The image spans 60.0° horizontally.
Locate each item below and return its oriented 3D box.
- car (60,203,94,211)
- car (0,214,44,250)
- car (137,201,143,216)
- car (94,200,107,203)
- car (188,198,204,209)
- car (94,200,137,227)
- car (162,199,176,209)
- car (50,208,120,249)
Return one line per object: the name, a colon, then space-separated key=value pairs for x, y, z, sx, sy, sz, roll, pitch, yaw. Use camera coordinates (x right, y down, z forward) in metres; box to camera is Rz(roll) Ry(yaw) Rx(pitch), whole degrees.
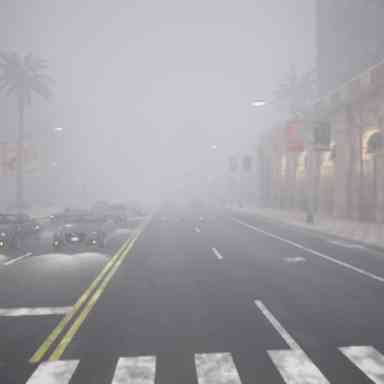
car: x=-8.893 y=1.728 z=24.752 sx=1.895 sy=1.301 sz=4.718 roll=-1 pitch=0 yaw=-4
car: x=-8.160 y=1.681 z=14.710 sx=1.994 sy=1.385 sz=4.181 roll=-1 pitch=0 yaw=-4
car: x=-5.961 y=1.610 z=33.616 sx=1.812 sy=1.442 sz=4.674 roll=-1 pitch=0 yaw=-3
car: x=-9.562 y=1.641 z=35.174 sx=1.837 sy=1.490 sz=4.892 roll=-1 pitch=0 yaw=-4
car: x=0.477 y=1.538 z=44.293 sx=2.033 sy=1.411 sz=5.357 roll=-1 pitch=0 yaw=-3
car: x=-5.304 y=1.580 z=23.577 sx=1.837 sy=1.490 sz=4.892 roll=-1 pitch=0 yaw=-4
car: x=-3.116 y=1.642 z=45.775 sx=1.895 sy=1.301 sz=4.718 roll=-1 pitch=0 yaw=-3
car: x=-4.657 y=1.630 z=14.816 sx=1.994 sy=1.385 sz=4.181 roll=-1 pitch=0 yaw=-4
